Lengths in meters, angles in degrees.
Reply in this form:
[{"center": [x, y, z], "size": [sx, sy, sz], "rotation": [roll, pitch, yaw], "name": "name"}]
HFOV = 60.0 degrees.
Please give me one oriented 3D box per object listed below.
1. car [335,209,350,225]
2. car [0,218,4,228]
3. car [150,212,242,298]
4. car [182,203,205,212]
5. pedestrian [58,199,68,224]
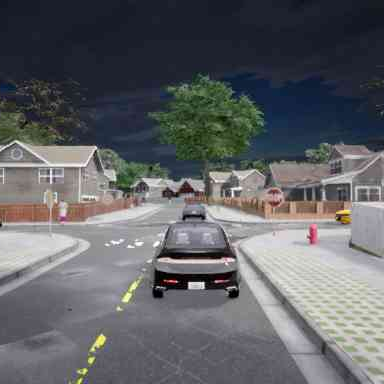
[{"center": [12.020, 1.402, 21.817], "size": [5.008, 1.535, 1.882], "rotation": [-1, -2, 1], "name": "car"}, {"center": [-13.536, 1.754, 19.131], "size": [4.718, 1.301, 1.895], "rotation": [-1, -2, 0], "name": "car"}, {"center": [0.077, 1.506, 8.510], "size": [2.128, 1.511, 4.902], "rotation": [0, 0, 0], "name": "car"}, {"center": [0.137, 1.656, 29.300], "size": [1.994, 1.385, 4.181], "rotation": [0, 0, 0], "name": "car"}, {"center": [-9.715, 1.454, 24.980], "size": [0.375, 1.860, 0.375], "rotation": [0, -1, 1], "name": "pedestrian"}]
